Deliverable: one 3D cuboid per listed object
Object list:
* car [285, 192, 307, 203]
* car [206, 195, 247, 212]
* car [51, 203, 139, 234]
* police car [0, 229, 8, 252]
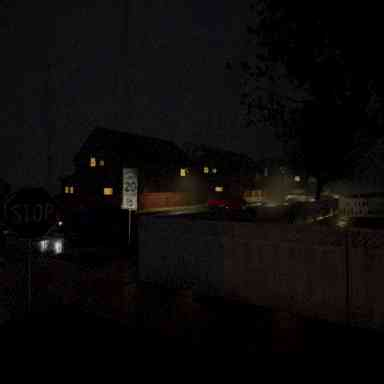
[{"bbox_3d":[14.354,0.772,45.702,1.812,1.442,4.674,2,2,35],"label":"car"},{"bbox_3d":[3.170,1.012,29.975,1.882,1.535,5.008,2,2,35],"label":"car"},{"bbox_3d":[-5.279,1.304,17.988,2.033,1.411,5.357,2,2,35],"label":"car"},{"bbox_3d":[-8.003,1.415,9.188,1.930,1.638,5.238,1,1,35],"label":"police car"}]
